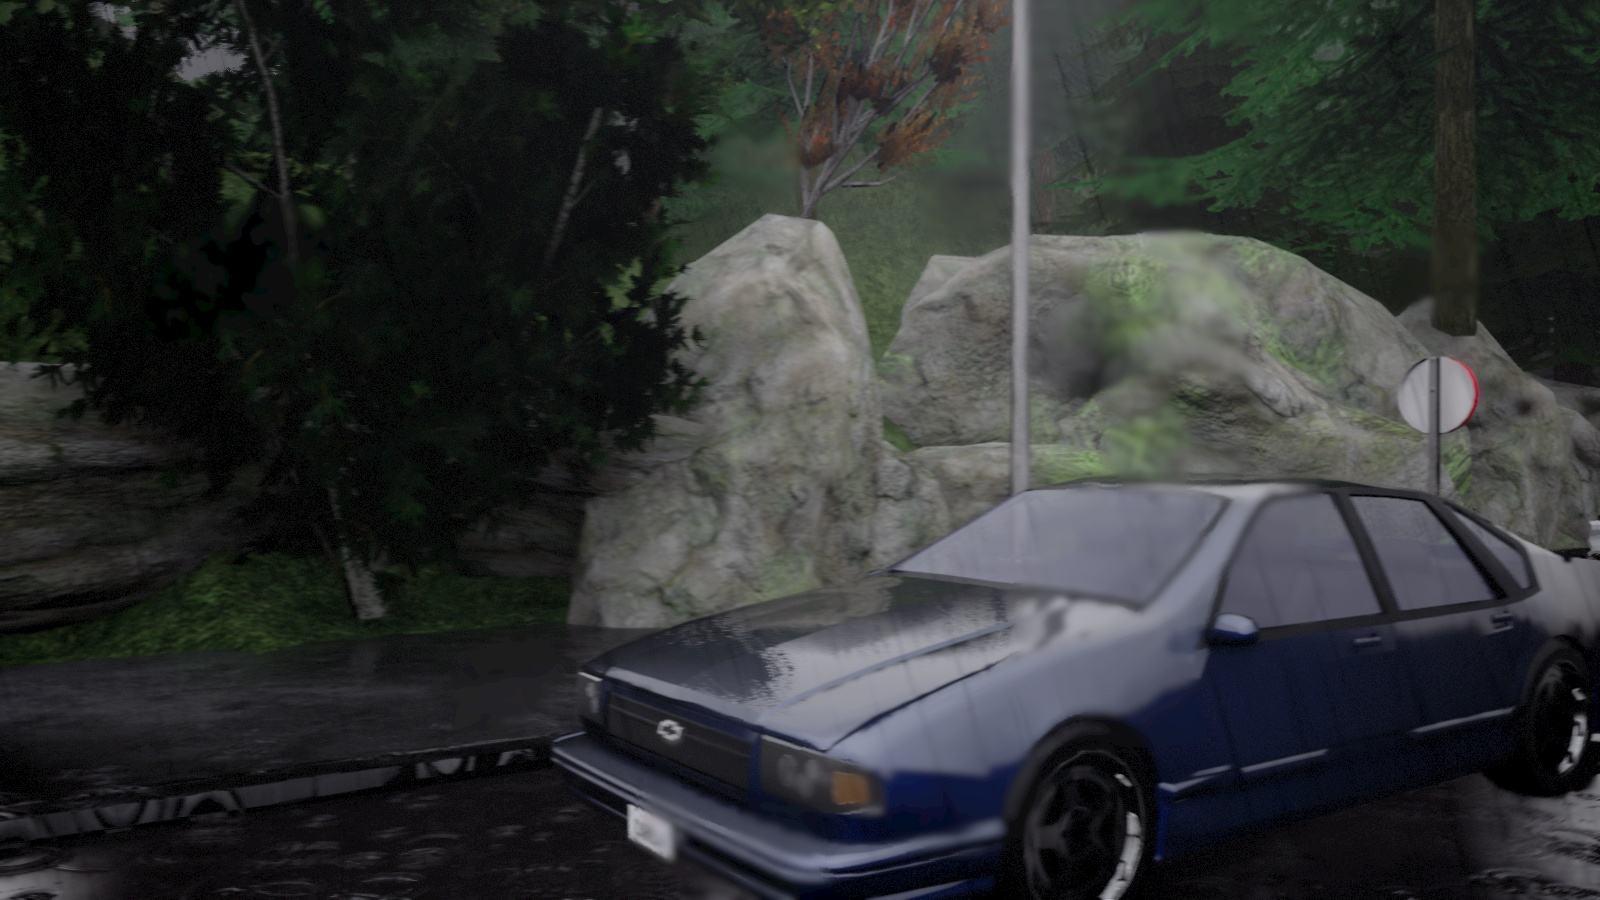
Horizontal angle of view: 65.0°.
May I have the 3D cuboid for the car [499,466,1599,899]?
[{"bbox_3d":[1.654,0.802,5.401,5.357,1.411,2.033,0,0,-35],"label":"car"}]
